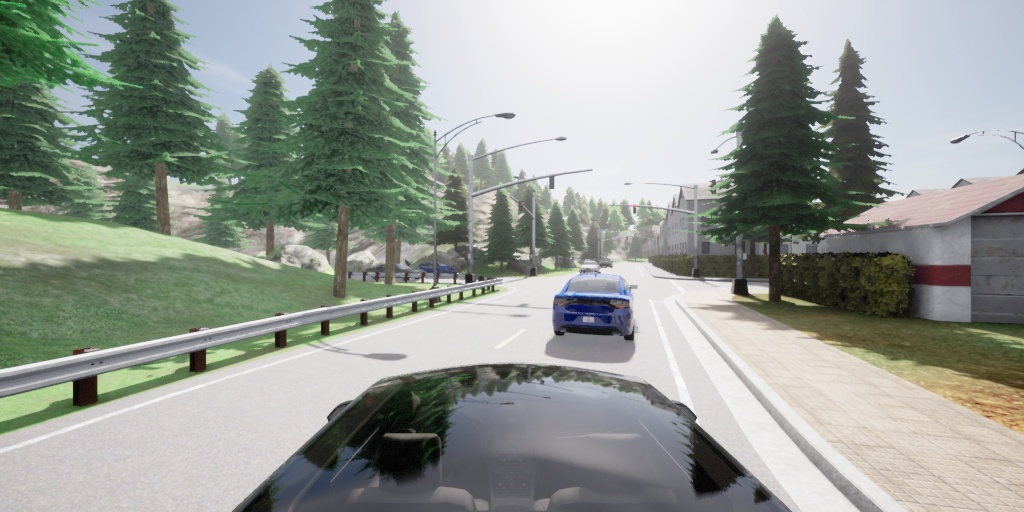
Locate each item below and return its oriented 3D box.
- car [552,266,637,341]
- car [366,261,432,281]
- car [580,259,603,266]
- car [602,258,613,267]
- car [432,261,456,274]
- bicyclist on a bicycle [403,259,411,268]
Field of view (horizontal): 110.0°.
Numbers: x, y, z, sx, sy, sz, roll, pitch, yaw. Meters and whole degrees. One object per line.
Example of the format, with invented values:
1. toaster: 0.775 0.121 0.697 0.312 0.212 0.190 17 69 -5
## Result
1. car: 2.449 1.228 10.126 1.882 1.535 5.008 0 0 19
2. car: -9.879 1.313 30.363 5.357 1.411 2.033 0 0 20
3. car: 8.595 1.276 39.428 1.812 1.442 4.674 0 0 19
4. car: 15.461 1.100 59.253 2.097 1.767 4.553 0 0 19
5. car: -7.658 1.243 33.306 5.008 1.535 1.882 0 0 21
6. bicyclist on a bicycle: -11.150 1.167 38.207 0.582 1.620 1.656 -2 5 18
